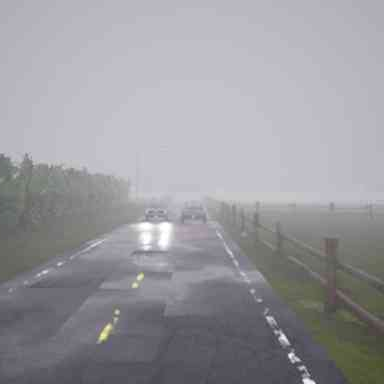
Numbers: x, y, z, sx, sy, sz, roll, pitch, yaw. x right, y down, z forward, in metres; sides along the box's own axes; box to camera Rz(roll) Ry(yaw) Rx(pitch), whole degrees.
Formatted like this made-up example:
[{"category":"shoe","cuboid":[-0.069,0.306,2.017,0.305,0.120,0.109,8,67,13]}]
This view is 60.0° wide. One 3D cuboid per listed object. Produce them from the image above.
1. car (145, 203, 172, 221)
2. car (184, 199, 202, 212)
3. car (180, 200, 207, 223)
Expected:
[{"category":"car","cuboid":[-2.704,1.576,27.377,1.895,1.301,4.718,0,0,1]},{"category":"car","cuboid":[0.133,1.569,38.606,1.895,1.301,4.718,0,0,1]},{"category":"car","cuboid":[0.115,1.472,25.138,2.128,1.511,4.902,0,0,0]}]
